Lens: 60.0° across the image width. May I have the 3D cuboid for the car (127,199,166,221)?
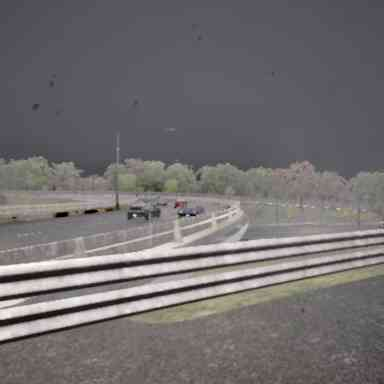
[{"bbox_3d":[-4.063,1.639,28.997,1.837,1.490,4.892,1,0,12],"label":"car"}]

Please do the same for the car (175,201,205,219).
[{"bbox_3d":[0.036,1.790,31.526,1.895,1.301,4.718,1,0,10],"label":"car"}]

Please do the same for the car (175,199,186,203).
[{"bbox_3d":[-1.665,1.773,51.875,1.882,1.535,5.008,1,0,1],"label":"car"}]

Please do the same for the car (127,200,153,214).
[{"bbox_3d":[-5.970,1.700,38.682,1.812,1.442,4.674,1,0,7],"label":"car"}]
